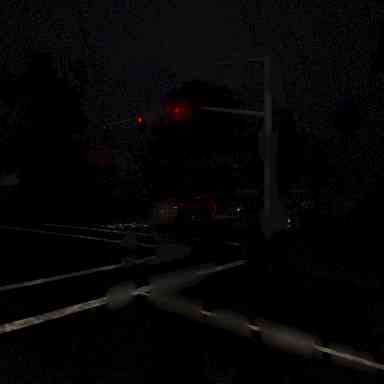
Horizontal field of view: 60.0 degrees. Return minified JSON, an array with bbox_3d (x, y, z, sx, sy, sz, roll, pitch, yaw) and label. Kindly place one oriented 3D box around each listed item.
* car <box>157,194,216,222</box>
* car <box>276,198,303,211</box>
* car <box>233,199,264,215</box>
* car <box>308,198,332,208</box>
[{"bbox_3d":[-0.342,1.221,27.004,2.150,2.045,5.566,0,0,41],"label":"car"},{"bbox_3d":[12.262,1.526,41.513,1.812,1.442,4.674,0,0,41],"label":"car"},{"bbox_3d":[6.165,1.491,34.491,2.128,1.511,4.902,0,0,41],"label":"car"},{"bbox_3d":[18.891,1.601,49.123,1.895,1.301,4.718,0,0,41],"label":"car"}]
